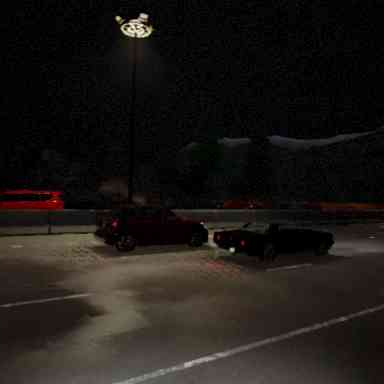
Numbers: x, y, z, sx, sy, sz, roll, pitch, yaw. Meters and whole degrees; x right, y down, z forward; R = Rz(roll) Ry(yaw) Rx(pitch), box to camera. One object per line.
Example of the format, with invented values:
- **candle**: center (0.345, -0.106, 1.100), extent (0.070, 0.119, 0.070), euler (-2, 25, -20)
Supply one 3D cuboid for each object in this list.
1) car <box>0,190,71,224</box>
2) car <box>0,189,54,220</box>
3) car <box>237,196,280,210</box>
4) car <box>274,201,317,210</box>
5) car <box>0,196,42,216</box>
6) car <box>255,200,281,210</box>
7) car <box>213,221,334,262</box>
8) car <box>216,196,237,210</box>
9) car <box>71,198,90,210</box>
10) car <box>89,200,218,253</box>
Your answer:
- **car**: center (-10.758, 0.916, 20.449), extent (5.566, 2.045, 2.150), euler (2, 0, -33)
- **car**: center (-12.880, 0.853, 23.244), extent (5.566, 2.045, 2.150), euler (2, 0, -33)
- **car**: center (8.825, 1.647, 41.382), extent (5.566, 2.045, 2.150), euler (2, 0, -33)
- **car**: center (11.105, 2.008, 34.524), extent (4.674, 1.442, 1.812), euler (2, 0, -33)
- **car**: center (-14.672, 1.085, 26.258), extent (4.892, 1.490, 1.837), euler (2, 0, -33)
- **car**: center (9.890, 1.955, 37.911), extent (4.892, 1.490, 1.837), euler (2, 0, -33)
- **car**: center (3.222, 1.746, 12.575), extent (4.718, 1.301, 1.895), euler (2, 0, -33)
- **car**: center (5.622, 1.540, 43.480), extent (5.566, 2.045, 2.150), euler (1, 0, -33)
- **car**: center (-11.335, 1.260, 32.573), extent (5.357, 1.411, 2.033), euler (2, 0, -33)
- **car**: center (-1.538, 1.338, 13.664), extent (4.553, 1.767, 2.097), euler (2, 0, -33)
